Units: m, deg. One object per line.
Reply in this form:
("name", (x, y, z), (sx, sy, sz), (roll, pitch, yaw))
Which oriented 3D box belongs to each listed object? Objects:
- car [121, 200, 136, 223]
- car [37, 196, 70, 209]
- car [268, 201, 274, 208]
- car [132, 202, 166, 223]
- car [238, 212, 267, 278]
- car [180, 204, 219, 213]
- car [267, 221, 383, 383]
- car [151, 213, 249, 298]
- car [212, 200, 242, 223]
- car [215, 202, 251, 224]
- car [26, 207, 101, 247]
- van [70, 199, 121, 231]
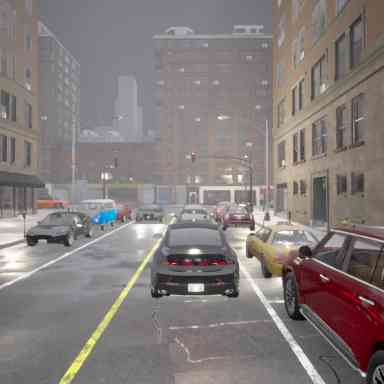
("car", (-5.859, 1.576, 26.181), (1.887, 1.381, 4.507), (1, 0, 0))
("car", (-16.639, 1.235, 39.079), (4.553, 1.767, 2.097), (0, -1, 0))
("car", (13.444, 1.577, 48.851), (4.553, 1.767, 2.097), (0, -1, 0))
("car", (-3.050, 1.595, 25.443), (1.994, 1.385, 4.181), (0, 0, 1))
("car", (2.672, 1.534, 9.905), (1.752, 1.417, 4.829), (1, 0, 0))
("car", (0.094, 1.543, 16.010), (1.812, 1.442, 4.674), (0, 0, 0))
("car", (2.677, 1.318, 4.252), (2.192, 1.841, 5.009), (1, 0, 0))
("car", (0.046, 1.512, 8.535), (1.837, 1.490, 4.892), (0, 0, -1))
("car", (2.667, 1.471, 26.184), (1.967, 1.590, 4.097), (1, 0, 0))
("car", (2.669, 1.463, 20.701), (1.967, 1.590, 4.097), (1, 0, 0))
("car", (-5.855, 1.582, 15.216), (1.947, 1.339, 4.313), (1, 0, 0))
("van", (-5.855, 1.364, 20.699), (1.690, 1.788, 3.998), (1, 0, 0))
